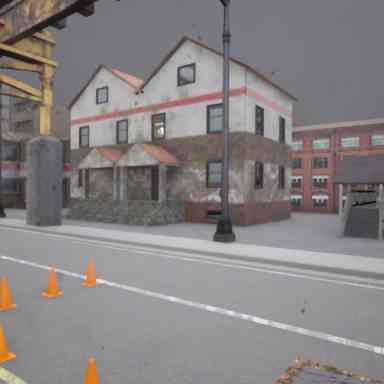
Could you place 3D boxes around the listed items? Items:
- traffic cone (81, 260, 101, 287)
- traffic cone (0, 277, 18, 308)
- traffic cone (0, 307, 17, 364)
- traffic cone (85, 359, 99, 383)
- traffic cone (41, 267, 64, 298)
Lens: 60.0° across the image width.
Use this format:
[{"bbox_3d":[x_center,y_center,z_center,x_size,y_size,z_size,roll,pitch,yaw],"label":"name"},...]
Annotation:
[{"bbox_3d":[-2.454,1.946,8.073,0.340,0.580,0.340,0,0,36],"label":"traffic cone"},{"bbox_3d":[-3.634,1.946,6.458,0.340,0.580,0.340,0,0,36],"label":"traffic cone"},{"bbox_3d":[-2.609,1.950,4.471,0.340,0.580,0.340,0,0,36],"label":"traffic cone"},{"bbox_3d":[-0.994,1.953,3.292,0.340,0.580,0.340,0,0,36],"label":"traffic cone"},{"bbox_3d":[-3.044,1.946,7.266,0.340,0.580,0.340,0,0,36],"label":"traffic cone"}]
